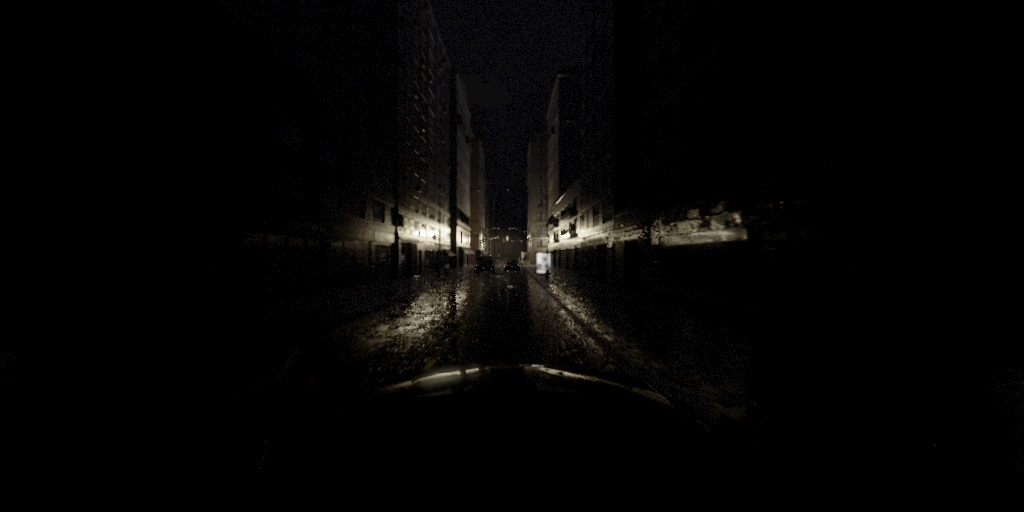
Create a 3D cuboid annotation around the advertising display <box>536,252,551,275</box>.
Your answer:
[{"bbox_3d":[3.118,0.819,35.543,1.540,2.440,0.280,0,0,0],"label":"advertising display"}]

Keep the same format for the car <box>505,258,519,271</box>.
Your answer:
[{"bbox_3d":[0.019,1.372,49.449,1.994,1.385,4.181,0,0,1],"label":"car"}]

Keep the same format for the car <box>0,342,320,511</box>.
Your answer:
[{"bbox_3d":[-3.094,1.297,1.694,2.033,1.411,5.357,0,0,0],"label":"car"}]

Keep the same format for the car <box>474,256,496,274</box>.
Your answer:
[{"bbox_3d":[-3.103,1.024,42.154,2.150,2.045,5.566,0,0,0],"label":"car"}]
